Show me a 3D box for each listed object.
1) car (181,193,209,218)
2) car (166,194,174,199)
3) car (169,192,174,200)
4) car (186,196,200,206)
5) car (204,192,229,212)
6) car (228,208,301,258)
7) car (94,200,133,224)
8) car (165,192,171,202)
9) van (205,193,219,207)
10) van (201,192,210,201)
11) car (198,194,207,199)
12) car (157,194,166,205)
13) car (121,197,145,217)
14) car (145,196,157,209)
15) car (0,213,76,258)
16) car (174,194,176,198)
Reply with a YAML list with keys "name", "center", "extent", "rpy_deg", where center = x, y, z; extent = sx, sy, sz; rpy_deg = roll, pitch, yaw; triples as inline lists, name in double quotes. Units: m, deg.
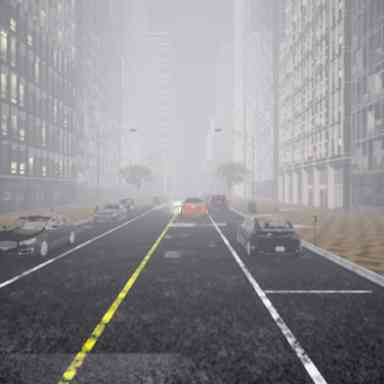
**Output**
- name: "car"
  center: [0.113, 1.209, 28.701]
  extent: [2.097, 1.767, 4.553]
  rpy_deg: [0, 0, 0]
- name: "car"
  center: [-5.663, 1.145, 86.204]
  extent: [1.802, 1.307, 4.206]
  rpy_deg: [-1, 0, 0]
- name: "car"
  center: [-5.668, 1.062, 74.836]
  extent: [1.967, 1.590, 4.097]
  rpy_deg: [-1, 0, 0]
- name: "car"
  center: [0.119, 1.308, 51.012]
  extent: [1.994, 1.385, 4.181]
  rpy_deg: [0, 0, 0]
- name: "car"
  center: [2.694, 1.140, 35.047]
  extent: [2.192, 1.841, 5.009]
  rpy_deg: [-1, 0, 0]
- name: "car"
  center: [2.688, 1.489, 12.313]
  extent: [2.008, 1.369, 4.403]
  rpy_deg: [-1, 0, 0]
- name: "car"
  center: [-5.688, 1.464, 23.684]
  extent: [1.802, 1.307, 4.206]
  rpy_deg: [-1, 0, 0]
- name: "car"
  center: [-5.672, 1.231, 63.470]
  extent: [2.008, 1.369, 4.403]
  rpy_deg: [-1, 0, 0]
- name: "van"
  center: [2.700, 1.109, 46.414]
  extent: [1.690, 1.788, 3.998]
  rpy_deg: [-1, 0, 0]
- name: "van"
  center: [2.709, 0.992, 69.148]
  extent: [1.690, 1.788, 3.998]
  rpy_deg: [-1, 0, 0]
- name: "car"
  center: [2.718, 1.113, 86.200]
  extent: [2.008, 1.369, 4.403]
  rpy_deg: [-1, 0, 0]
- name: "car"
  center: [-5.677, 1.305, 52.103]
  extent: [1.947, 1.339, 4.313]
  rpy_deg: [-1, 0, 0]
- name: "car"
  center: [-5.687, 1.294, 29.367]
  extent: [1.967, 1.590, 4.097]
  rpy_deg: [-1, 0, 0]
- name: "car"
  center: [-5.681, 1.323, 40.565]
  extent: [1.752, 1.417, 4.829]
  rpy_deg: [-1, 0, 0]
- name: "car"
  center: [-5.693, 1.489, 12.317]
  extent: [2.008, 1.369, 4.403]
  rpy_deg: [-1, 0, 0]
- name: "car"
  center: [-5.667, 0.907, 80.519]
  extent: [2.192, 1.841, 5.009]
  rpy_deg: [-1, 0, 0]
